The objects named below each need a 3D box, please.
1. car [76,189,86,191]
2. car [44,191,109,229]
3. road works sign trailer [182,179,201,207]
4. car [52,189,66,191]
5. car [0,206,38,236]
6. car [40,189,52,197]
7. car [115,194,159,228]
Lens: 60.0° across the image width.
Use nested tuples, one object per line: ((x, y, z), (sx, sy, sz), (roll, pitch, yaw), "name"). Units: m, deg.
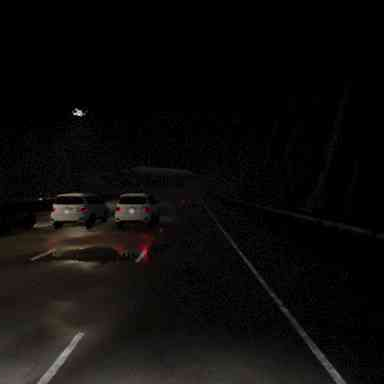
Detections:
((-24.490, 0.188, 72.851), (2.097, 1.767, 4.553), (0, 2, 0), "car")
((-6.897, 1.125, 20.977), (2.150, 2.045, 5.566), (0, 1, 0), "car")
((-0.006, 0.074, 44.167), (2.380, 3.560, 2.880), (0, 1, 0), "road works sign trailer")
((-27.990, 0.374, 72.826), (2.033, 1.411, 5.357), (0, 2, 0), "car")
((-10.398, 1.476, 17.943), (2.033, 1.411, 5.357), (0, 0, 0), "car")
((-31.490, 0.189, 72.852), (2.097, 1.767, 4.553), (0, 2, 0), "car")
((-3.397, 1.121, 21.455), (2.150, 2.045, 5.566), (0, 1, 0), "car")
